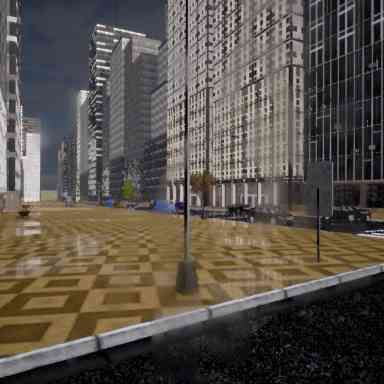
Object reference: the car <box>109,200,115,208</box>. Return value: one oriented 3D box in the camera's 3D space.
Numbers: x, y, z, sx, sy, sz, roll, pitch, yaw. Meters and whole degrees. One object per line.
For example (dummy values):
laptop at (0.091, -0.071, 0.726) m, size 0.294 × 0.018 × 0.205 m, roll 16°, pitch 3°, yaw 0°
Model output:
car at (-15.950, 2.731, 71.507) m, size 1.887 × 1.381 × 4.507 m, roll -1°, pitch -1°, yaw -26°

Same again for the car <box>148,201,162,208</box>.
car at (-8.406, 2.808, 75.155) m, size 1.802 × 1.307 × 4.206 m, roll -1°, pitch -1°, yaw -26°

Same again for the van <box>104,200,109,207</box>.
van at (-18.403, 2.634, 76.571) m, size 1.690 × 1.788 × 3.998 m, roll -1°, pitch -1°, yaw -26°

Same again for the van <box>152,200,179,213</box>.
van at (-3.709, 2.005, 46.194) m, size 1.690 × 1.788 × 3.998 m, roll -1°, pitch -1°, yaw -26°

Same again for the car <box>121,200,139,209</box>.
car at (-11.052, 2.525, 61.380) m, size 2.008 × 1.369 × 4.403 m, roll -1°, pitch -1°, yaw -26°

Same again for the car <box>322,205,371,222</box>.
car at (13.635, 1.854, 29.587) m, size 2.008 × 1.369 × 4.403 m, roll -1°, pitch -1°, yaw -26°

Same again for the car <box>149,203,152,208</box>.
car at (-7.035, 2.558, 66.386) m, size 1.837 × 1.490 × 4.892 m, roll 0°, pitch -1°, yaw -26°

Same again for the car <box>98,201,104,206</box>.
car at (-23.297, 3.053, 86.695) m, size 1.887 × 1.381 × 4.507 m, roll -1°, pitch -1°, yaw -26°

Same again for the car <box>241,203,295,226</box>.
car at (6.091, 1.813, 25.938) m, size 2.008 × 1.369 × 4.403 m, roll -1°, pitch -1°, yaw -26°

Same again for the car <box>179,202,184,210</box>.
car at (-2.145, 2.371, 56.287) m, size 1.812 × 1.442 × 4.674 m, roll 0°, pitch -1°, yaw -26°

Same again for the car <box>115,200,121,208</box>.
car at (-13.428, 2.602, 66.291) m, size 1.752 × 1.417 × 4.829 m, roll -1°, pitch -1°, yaw -26°

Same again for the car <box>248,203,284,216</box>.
car at (8.737, 2.068, 39.714) m, size 1.947 × 1.339 × 4.313 m, roll -1°, pitch -1°, yaw -26°

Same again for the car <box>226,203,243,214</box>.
car at (6.288, 2.168, 44.777) m, size 1.947 × 1.339 × 4.313 m, roll -1°, pitch -1°, yaw -26°
